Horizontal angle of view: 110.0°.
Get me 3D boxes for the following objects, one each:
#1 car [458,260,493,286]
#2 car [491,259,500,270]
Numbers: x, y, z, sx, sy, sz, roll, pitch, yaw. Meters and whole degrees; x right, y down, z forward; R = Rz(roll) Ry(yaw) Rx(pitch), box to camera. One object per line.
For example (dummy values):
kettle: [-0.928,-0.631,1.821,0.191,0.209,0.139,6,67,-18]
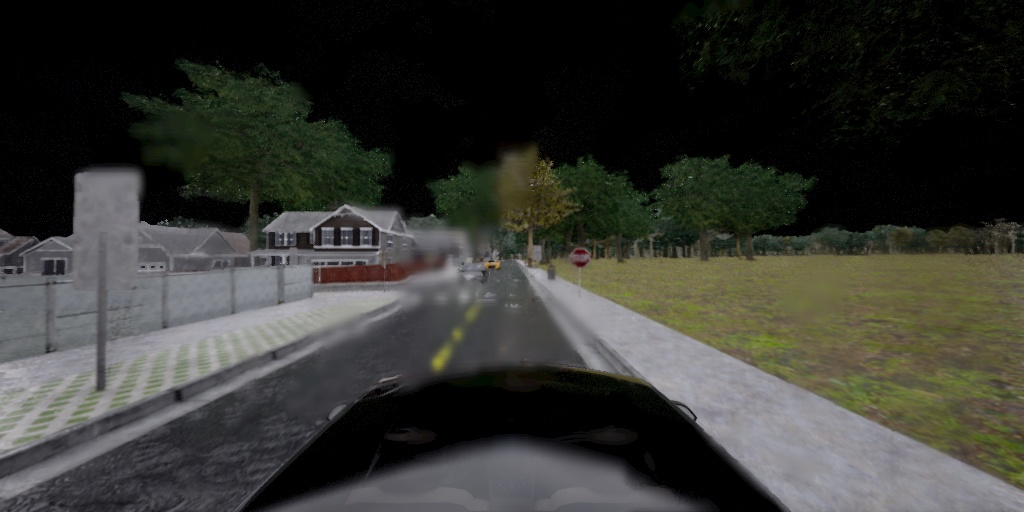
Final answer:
car: [-2.767,1.288,26.209,2.128,1.511,4.902,-1,1,0]
car: [-2.763,1.228,52.563,1.882,1.535,5.008,0,0,0]
